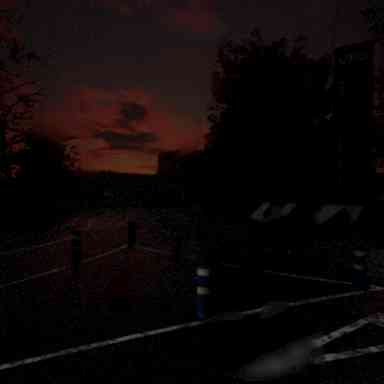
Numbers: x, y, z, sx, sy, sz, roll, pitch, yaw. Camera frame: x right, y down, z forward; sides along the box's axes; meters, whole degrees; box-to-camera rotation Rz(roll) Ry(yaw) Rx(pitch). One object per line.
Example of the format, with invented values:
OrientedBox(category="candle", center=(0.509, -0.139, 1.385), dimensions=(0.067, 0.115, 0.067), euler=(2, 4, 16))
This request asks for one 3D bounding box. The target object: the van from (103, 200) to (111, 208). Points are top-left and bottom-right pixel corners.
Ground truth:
OrientedBox(category="van", center=(-19.637, 2.990, 79.599), dimensions=(1.878, 1.987, 4.442), euler=(1, -3, -44))

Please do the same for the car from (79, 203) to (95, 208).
OrientedBox(category="car", center=(-27.176, 3.813, 87.475), dimensions=(2.002, 1.452, 4.674), euler=(1, -3, -44))

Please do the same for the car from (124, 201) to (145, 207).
OrientedBox(category="car", center=(-11.946, 2.688, 71.585), dimensions=(2.002, 1.452, 4.674), euler=(3, -5, -44))

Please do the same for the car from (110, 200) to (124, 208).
OrientedBox(category="car", center=(-15.753, 2.958, 75.540), dimensions=(2.163, 1.488, 4.792), euler=(1, -3, -44))
